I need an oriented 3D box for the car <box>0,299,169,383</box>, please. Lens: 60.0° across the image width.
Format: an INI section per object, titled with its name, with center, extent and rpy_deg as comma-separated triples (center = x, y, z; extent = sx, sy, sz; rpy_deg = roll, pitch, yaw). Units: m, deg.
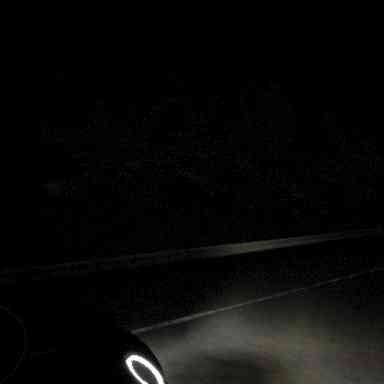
[car]
center = -2.324, 1.342, 2.040
extent = 4.553, 1.767, 2.097
rpy_deg = 1, 0, -36
